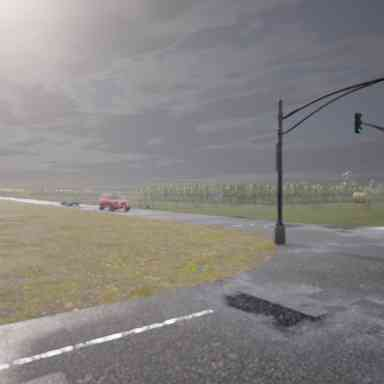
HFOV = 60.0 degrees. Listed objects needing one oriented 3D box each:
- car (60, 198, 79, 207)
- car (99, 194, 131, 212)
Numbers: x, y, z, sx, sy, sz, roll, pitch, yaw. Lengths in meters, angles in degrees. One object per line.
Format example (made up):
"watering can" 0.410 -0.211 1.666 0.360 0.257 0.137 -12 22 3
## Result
"car" -20.334 1.702 55.158 2.033 1.411 5.357 0 0 -36
"car" -9.305 1.290 39.814 2.150 2.045 5.566 0 0 -36
